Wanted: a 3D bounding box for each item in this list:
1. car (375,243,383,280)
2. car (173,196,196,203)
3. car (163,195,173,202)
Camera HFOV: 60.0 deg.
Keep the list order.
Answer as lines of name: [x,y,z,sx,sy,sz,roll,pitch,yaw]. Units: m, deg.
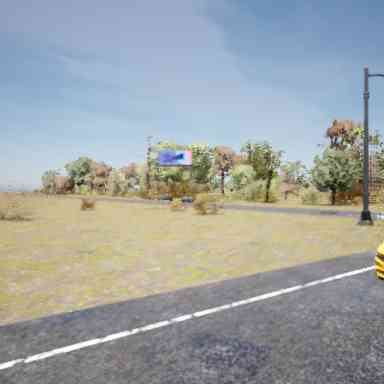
car: [6.704,1.469,8.659,5.008,1.535,1.882,0,0,-35]
car: [-1.015,1.473,61.877,1.895,1.301,4.718,0,0,-33]
car: [-5.548,1.305,68.591,1.837,1.490,4.892,0,0,-34]
